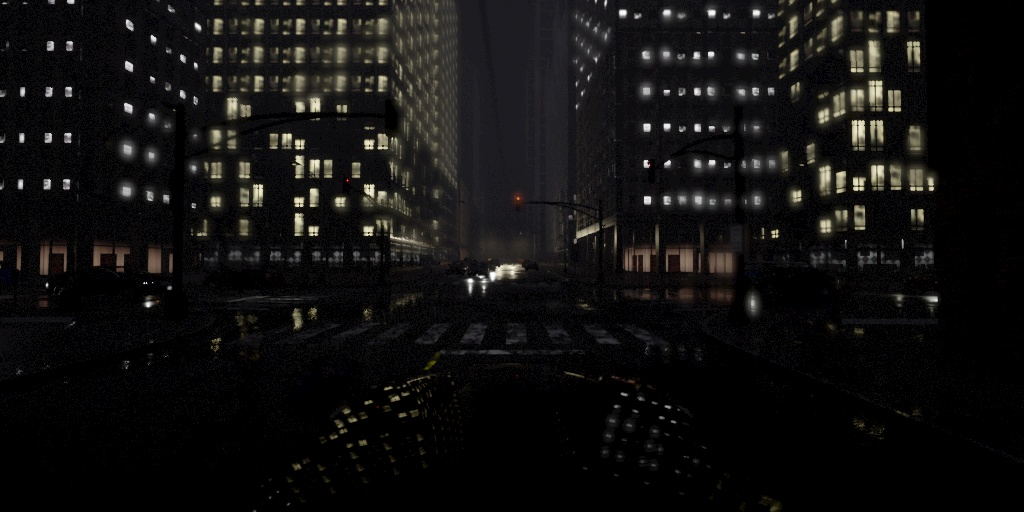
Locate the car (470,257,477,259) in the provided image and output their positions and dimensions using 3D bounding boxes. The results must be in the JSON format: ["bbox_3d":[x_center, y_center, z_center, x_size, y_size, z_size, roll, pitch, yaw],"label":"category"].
[{"bbox_3d":[-5.704,1.082,48.753,2.192,1.841,5.009,0,0,0],"label":"car"}]

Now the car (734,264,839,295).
[{"bbox_3d":[14.868,1.321,19.526,4.892,1.490,1.837,0,-1,0],"label":"car"}]

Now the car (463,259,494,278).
[{"bbox_3d":[-3.112,1.310,34.523,2.033,1.411,5.357,0,0,0],"label":"car"}]

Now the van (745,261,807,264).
[{"bbox_3d":[15.975,1.210,22.098,3.998,1.789,1.690,0,0,0],"label":"van"}]

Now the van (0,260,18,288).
[{"bbox_3d":[-33.444,1.132,22.195,3.998,1.789,1.690,0,0,0],"label":"van"}]

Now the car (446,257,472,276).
[{"bbox_3d":[-5.701,1.203,37.602,1.967,1.591,4.097,0,0,0],"label":"car"}]

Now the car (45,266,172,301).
[{"bbox_3d":[-18.092,1.191,16.391,4.902,1.511,2.128,0,-1,0],"label":"car"}]

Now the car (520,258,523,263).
[{"bbox_3d":[2.674,1.298,60.143,1.751,1.417,4.829,0,0,0],"label":"car"}]

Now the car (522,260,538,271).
[{"bbox_3d":[2.677,1.350,48.817,1.802,1.307,4.207,0,0,0],"label":"car"}]

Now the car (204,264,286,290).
[{"bbox_3d":[-16.499,1.255,22.163,4.097,1.591,1.967,0,0,0],"label":"car"}]

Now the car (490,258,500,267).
[{"bbox_3d":[-3.072,1.251,62.800,1.882,1.535,5.008,0,0,0],"label":"car"}]

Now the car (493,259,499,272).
[{"bbox_3d":[-3.112,1.367,46.149,1.895,1.301,4.718,0,0,0],"label":"car"}]

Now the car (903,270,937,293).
[{"bbox_3d":[24.348,1.313,19.503,5.008,1.535,1.882,0,-1,0],"label":"car"}]
